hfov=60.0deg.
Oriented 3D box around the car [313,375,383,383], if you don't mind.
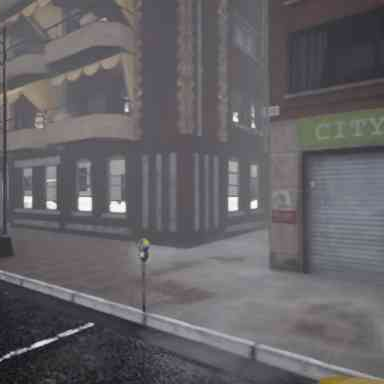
[{"bbox_3d":[2.522,1.526,1.078,4.829,1.417,1.752,0,0,36],"label":"car"}]
